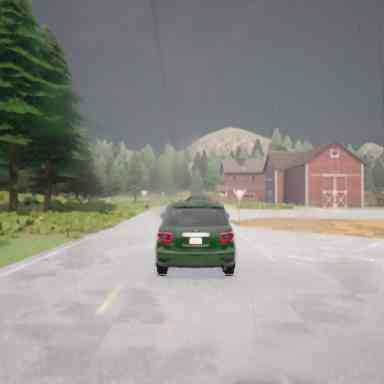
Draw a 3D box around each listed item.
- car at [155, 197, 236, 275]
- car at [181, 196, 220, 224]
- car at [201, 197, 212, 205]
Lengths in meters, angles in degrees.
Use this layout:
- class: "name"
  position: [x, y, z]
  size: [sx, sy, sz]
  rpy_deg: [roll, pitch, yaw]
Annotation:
- class: "car"
  position: [0.098, 1.287, 10.791]
  size: [2.150, 2.045, 5.566]
  rpy_deg: [0, 0, 0]
- class: "car"
  position: [0.848, 1.387, 27.747]
  size: [2.150, 2.045, 5.566]
  rpy_deg: [0, 0, 13]
- class: "car"
  position: [2.959, 1.862, 69.587]
  size: [1.816, 1.474, 4.193]
  rpy_deg: [-6, 0, -2]
